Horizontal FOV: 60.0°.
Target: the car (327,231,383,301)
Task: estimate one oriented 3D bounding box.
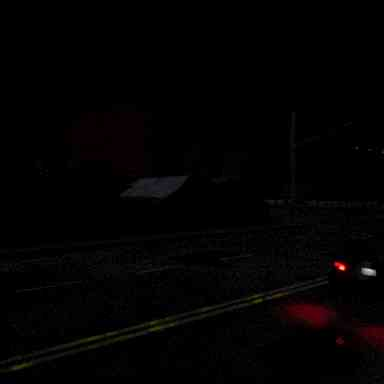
[{"bbox_3d":[5.337,1.531,7.606,5.357,1.411,2.033,0,0,-35],"label":"car"}]
